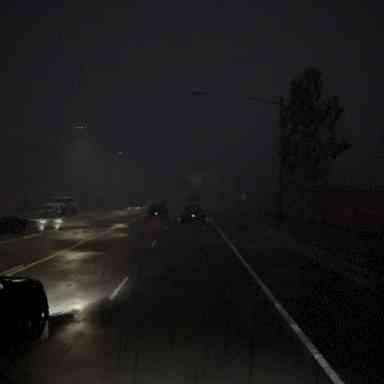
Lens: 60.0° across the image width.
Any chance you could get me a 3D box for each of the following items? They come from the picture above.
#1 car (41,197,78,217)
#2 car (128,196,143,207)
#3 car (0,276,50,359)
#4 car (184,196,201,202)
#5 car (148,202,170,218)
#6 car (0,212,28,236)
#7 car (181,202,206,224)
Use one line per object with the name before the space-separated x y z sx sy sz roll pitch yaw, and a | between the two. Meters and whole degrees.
car | -14.080 1.542 35.695 2.150 2.045 5.566 0 -1 0
car | -10.514 1.847 62.785 2.150 2.045 5.566 0 -1 0
car | -3.402 1.600 3.959 1.994 1.385 4.181 0 0 0
car | 0.089 1.652 48.474 2.150 2.045 5.566 0 -1 0
car | -3.407 1.811 34.269 1.837 1.490 4.892 0 0 0
car | -10.603 1.756 17.410 1.895 1.301 4.718 0 -1 0
car | 0.093 1.808 27.433 1.994 1.385 4.181 0 0 0
